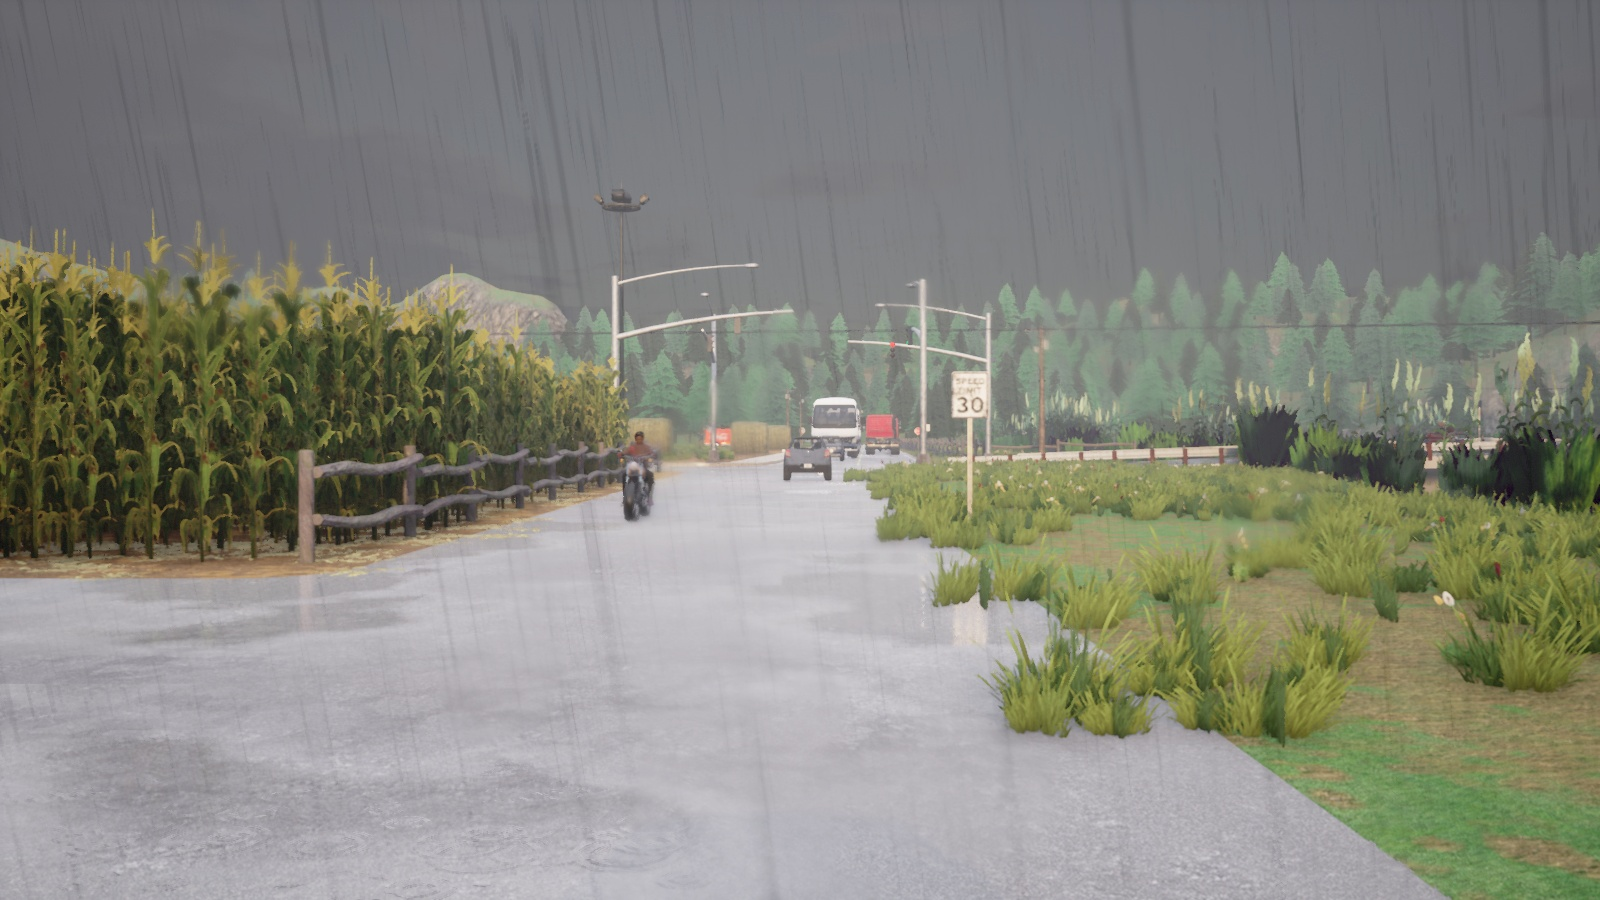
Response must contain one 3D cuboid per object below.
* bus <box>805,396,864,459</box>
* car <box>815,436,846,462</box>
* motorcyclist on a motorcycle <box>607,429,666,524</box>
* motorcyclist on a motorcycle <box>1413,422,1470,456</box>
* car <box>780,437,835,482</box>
[{"bbox_3d":[2.609,-1.599,90.138,3.944,4.253,10.273,0,1,3],"label":"bus"},{"bbox_3d":[1.876,-0.104,76.603,1.789,1.549,3.705,0,1,3],"label":"car"},{"bbox_3d":[-2.953,0.454,22.921,0.766,1.649,2.350,0,0,0],"label":"motorcyclist on a motorcycle"},{"bbox_3d":[29.757,-0.504,58.289,2.191,1.530,0.866,-1,1,8],"label":"motorcyclist on a motorcycle"},{"bbox_3d":[0.266,0.305,43.791,1.845,1.501,3.633,0,1,0],"label":"car"}]
